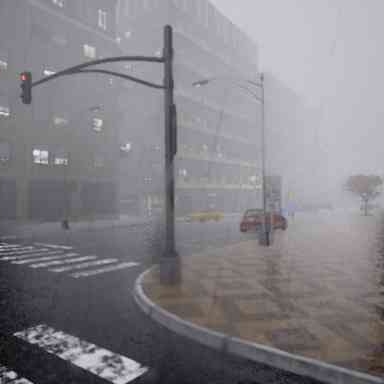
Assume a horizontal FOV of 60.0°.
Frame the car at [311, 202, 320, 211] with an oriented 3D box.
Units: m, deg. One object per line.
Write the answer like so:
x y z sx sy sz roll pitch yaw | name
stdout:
20.682 2.630 58.928 1.887 1.381 4.507 -2 -2 35 | car

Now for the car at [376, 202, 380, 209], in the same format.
37.233 2.784 68.016 2.008 1.369 4.403 -2 -2 35 | car

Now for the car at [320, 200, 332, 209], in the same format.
27.177 2.577 68.178 2.192 1.841 5.009 -2 -2 35 | car

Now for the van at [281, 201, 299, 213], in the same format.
14.181 2.250 49.691 1.690 1.788 3.998 -2 -2 35 | van

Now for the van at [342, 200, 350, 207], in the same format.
40.137 2.958 86.689 1.690 1.788 3.998 -2 -2 35 | van

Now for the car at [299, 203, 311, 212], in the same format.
17.432 2.437 54.310 1.967 1.590 4.097 -2 -2 35 | car

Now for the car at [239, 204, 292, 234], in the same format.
4.742 1.789 21.803 1.967 1.590 4.097 -2 -2 35 | car

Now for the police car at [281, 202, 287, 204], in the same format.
8.366 2.157 36.769 2.038 1.542 4.974 -1 -1 35 | police car

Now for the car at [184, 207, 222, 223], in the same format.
1.090 2.078 31.059 1.752 1.417 4.829 -2 -2 35 | car

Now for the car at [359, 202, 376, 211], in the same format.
30.735 2.622 58.772 1.947 1.339 4.313 -2 -2 35 | car
